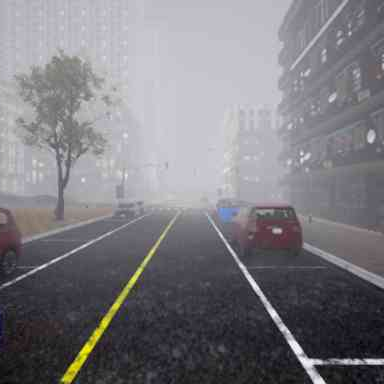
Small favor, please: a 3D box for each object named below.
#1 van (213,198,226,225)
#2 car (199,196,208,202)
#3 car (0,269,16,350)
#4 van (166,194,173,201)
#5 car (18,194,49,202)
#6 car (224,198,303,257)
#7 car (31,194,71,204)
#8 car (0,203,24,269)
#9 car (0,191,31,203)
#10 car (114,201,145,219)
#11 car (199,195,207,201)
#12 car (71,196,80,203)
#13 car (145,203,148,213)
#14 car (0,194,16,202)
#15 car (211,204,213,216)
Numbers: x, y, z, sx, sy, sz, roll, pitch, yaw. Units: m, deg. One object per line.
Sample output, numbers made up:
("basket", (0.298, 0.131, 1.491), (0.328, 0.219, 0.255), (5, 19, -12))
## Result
("van", (2.698, 1.345, 23.980), (1.690, 1.788, 3.998), (0, 0, 0))
("car", (2.722, 1.593, 74.422), (1.947, 1.339, 4.313), (0, 0, 0))
("car", (-3.098, 1.601, 1.640), (1.895, 1.301, 4.718), (0, 0, 0))
("van", (-5.655, 1.375, 84.392), (1.690, 1.788, 3.998), (0, 0, 0))
("car", (-27.451, 1.085, 57.750), (4.313, 1.339, 1.947), (1, -1, -1))
("car", (2.693, 1.316, 12.878), (2.192, 1.841, 5.009), (0, 0, 0))
("car", (-22.239, 1.105, 52.102), (5.008, 1.535, 1.882), (1, 0, -1))
("car", (-5.690, 1.316, 7.330), (2.192, 1.841, 5.009), (0, 0, 0))
("car", (-27.347, 0.857, 49.374), (5.009, 1.841, 2.192), (1, -1, -1))
("car", (-5.679, 1.572, 29.534), (1.947, 1.339, 4.313), (0, 0, 0))
("car", (2.726, 1.578, 84.389), (1.887, 1.381, 4.507), (0, 0, 0))
("car", (-22.005, 1.145, 57.897), (4.829, 1.417, 1.752), (1, -1, -1))
("car", (-5.677, 1.574, 34.780), (1.947, 1.339, 4.313), (0, 0, 0))
("car", (-33.070, 0.996, 57.689), (4.206, 1.307, 1.802), (1, -1, -1))
("car", (2.701, 1.446, 29.531), (1.967, 1.590, 4.097), (0, 0, 0))
